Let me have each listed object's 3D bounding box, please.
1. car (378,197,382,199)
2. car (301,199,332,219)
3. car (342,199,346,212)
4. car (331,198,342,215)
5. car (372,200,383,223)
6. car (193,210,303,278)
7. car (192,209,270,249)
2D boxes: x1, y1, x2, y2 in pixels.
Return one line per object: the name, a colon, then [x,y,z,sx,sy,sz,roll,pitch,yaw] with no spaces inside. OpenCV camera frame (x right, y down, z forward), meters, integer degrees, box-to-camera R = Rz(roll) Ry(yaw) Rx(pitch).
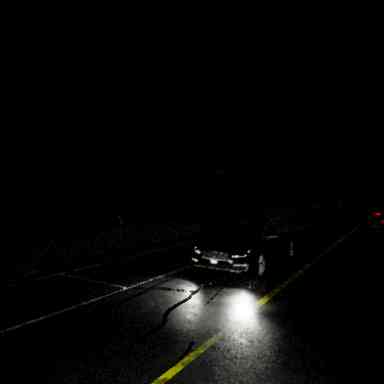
car: [20.105,1.527,33.506,1.812,1.442,4.674,0,0,32]
car: [10.827,1.583,29.443,1.802,1.307,4.206,0,0,32]
car: [16.735,1.442,38.781,1.967,1.590,4.097,0,0,32]
car: [13.781,1.567,34.112,1.947,1.339,4.313,0,0,32]
car: [14.566,1.549,24.570,2.033,1.411,5.357,0,0,32]
car: [1.844,1.505,10.444,1.837,1.490,4.892,0,0,32]
car: [1.965,1.566,15.436,1.947,1.339,4.313,0,0,32]
